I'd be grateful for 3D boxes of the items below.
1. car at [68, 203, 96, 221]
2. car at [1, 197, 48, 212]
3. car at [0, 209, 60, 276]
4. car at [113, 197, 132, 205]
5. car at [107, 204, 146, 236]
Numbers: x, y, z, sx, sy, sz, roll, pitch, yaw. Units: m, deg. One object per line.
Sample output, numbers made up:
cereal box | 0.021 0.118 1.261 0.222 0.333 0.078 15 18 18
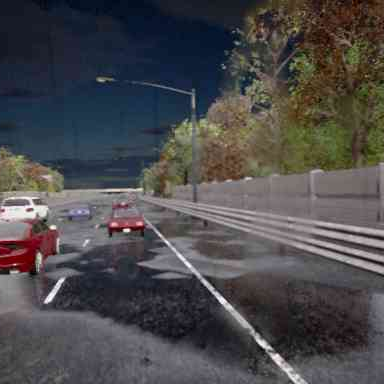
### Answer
car | -9.471 1.638 28.824 2.033 1.411 5.357 -1 0 -12
car | -12.097 1.385 24.403 2.150 2.045 5.566 -1 0 -12
car | -5.464 1.552 10.410 1.882 1.535 5.008 -1 0 -12
car | -8.058 1.382 38.704 2.097 1.767 4.553 -1 0 -12
car | -3.660 1.603 18.494 1.895 1.301 4.718 -1 0 -12
